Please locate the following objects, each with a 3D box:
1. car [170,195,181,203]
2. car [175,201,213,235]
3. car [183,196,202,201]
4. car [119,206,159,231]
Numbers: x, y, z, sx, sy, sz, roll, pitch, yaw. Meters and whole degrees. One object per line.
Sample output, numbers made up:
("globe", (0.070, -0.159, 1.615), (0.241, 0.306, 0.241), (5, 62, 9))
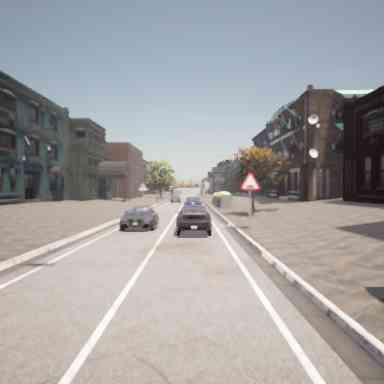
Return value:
("car", (-3.020, 1.335, 61.552), (1.812, 1.442, 4.674), (0, 0, 1))
("car", (0.103, 1.477, 18.745), (1.837, 1.490, 4.892), (0, 0, 0))
("car", (0.107, 1.249, 37.788), (2.097, 1.767, 4.553), (0, 0, 0))
("car", (-3.093, 1.532, 20.157), (1.994, 1.385, 4.181), (0, 0, 0))
